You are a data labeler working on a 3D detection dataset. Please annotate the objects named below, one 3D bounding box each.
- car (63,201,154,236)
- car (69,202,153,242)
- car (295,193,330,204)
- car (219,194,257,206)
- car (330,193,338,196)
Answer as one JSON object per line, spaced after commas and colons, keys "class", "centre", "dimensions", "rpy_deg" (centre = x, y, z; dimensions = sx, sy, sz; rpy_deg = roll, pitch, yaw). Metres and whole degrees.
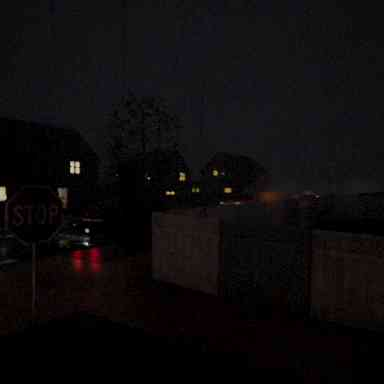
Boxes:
{"class": "car", "centre": [-4.414, 1.349, 18.413], "dimensions": [1.837, 1.490, 4.892], "rpy_deg": [0, 1, 35]}
{"class": "car", "centre": [-2.898, 1.346, 15.624], "dimensions": [2.128, 1.511, 4.902], "rpy_deg": [0, 1, 35]}
{"class": "car", "centre": [14.731, 1.065, 40.360], "dimensions": [2.033, 1.411, 5.357], "rpy_deg": [0, 1, 36]}
{"class": "car", "centre": [4.319, 1.030, 30.698], "dimensions": [2.097, 1.767, 4.553], "rpy_deg": [0, 0, 35]}
{"class": "car", "centre": [20.382, 0.886, 48.397], "dimensions": [1.882, 1.535, 5.008], "rpy_deg": [0, 1, 35]}
